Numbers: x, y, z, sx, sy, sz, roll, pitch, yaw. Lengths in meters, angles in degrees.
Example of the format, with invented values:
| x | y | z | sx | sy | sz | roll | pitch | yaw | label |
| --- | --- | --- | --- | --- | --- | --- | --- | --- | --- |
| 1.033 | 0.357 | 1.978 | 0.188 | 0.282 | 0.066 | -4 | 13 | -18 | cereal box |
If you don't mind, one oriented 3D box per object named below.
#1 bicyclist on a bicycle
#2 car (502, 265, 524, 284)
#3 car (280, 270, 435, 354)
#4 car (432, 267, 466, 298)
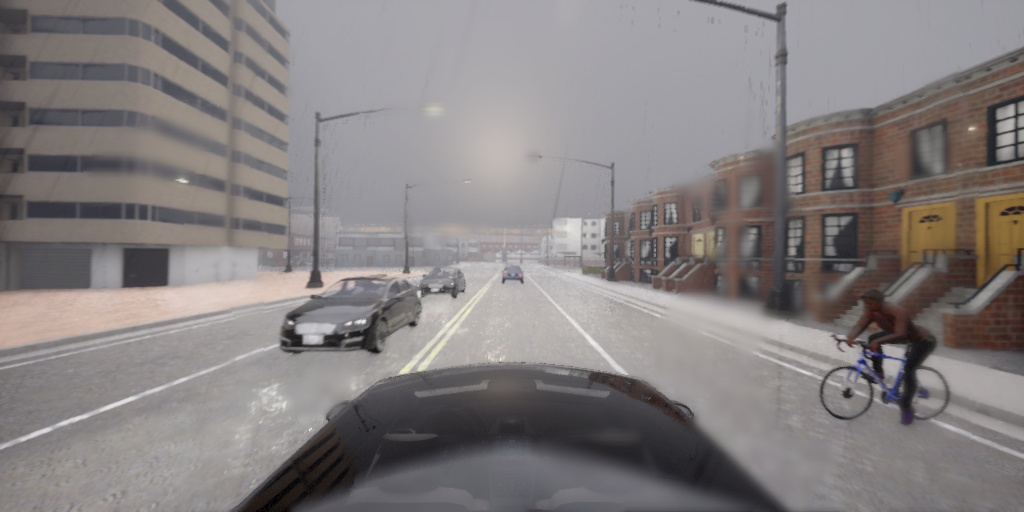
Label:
| x | y | z | sx | sy | sz | roll | pitch | yaw | label |
| --- | --- | --- | --- | --- | --- | --- | --- | --- | --- |
| 4.662 | 1.257 | 4.480 | 1.656 | 1.620 | 0.582 | 1 | 0 | 0 | bicyclist on a bicycle |
| 0.071 | 1.537 | 30.485 | 2.033 | 1.411 | 5.357 | 1 | 0 | 0 | car |
| -3.581 | 1.260 | 8.908 | 2.128 | 1.511 | 4.902 | 1 | 0 | 0 | car |
| -3.594 | 1.346 | 19.294 | 2.128 | 1.511 | 4.902 | 1 | 0 | 0 | car |
